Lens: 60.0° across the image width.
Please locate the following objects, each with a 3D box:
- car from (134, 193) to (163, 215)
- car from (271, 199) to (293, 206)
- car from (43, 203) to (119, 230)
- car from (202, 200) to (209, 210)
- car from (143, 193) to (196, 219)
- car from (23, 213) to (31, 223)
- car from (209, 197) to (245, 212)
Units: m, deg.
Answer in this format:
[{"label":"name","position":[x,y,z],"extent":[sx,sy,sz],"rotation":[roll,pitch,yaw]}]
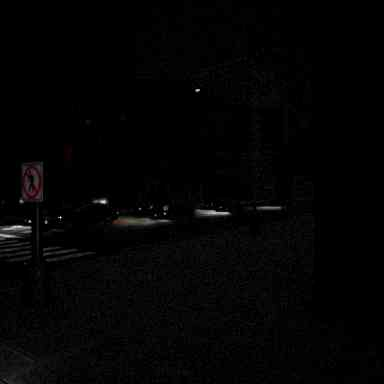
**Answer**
[{"label":"car","position":[-3.053,1.126,31.868],"extent":[2.150,2.045,5.566],"rotation":[0,0,35]},{"label":"car","position":[13.266,1.398,49.153],"extent":[1.895,1.301,4.718],"rotation":[0,0,36]},{"label":"car","position":[-6.858,1.436,20.862],"extent":[2.128,1.511,4.902],"rotation":[0,0,35]},{"label":"car","position":[3.146,1.364,40.613],"extent":[1.837,1.490,4.892],"rotation":[0,0,35]},{"label":"car","position":[-1.610,1.259,28.277],"extent":[2.097,1.767,4.553],"rotation":[0,0,35]},{"label":"car","position":[-8.939,1.494,23.572],"extent":[2.033,1.411,5.357],"rotation":[0,0,34]},{"label":"car","position":[4.130,1.428,36.387],"extent":[1.994,1.385,4.181],"rotation":[0,0,35]}]
